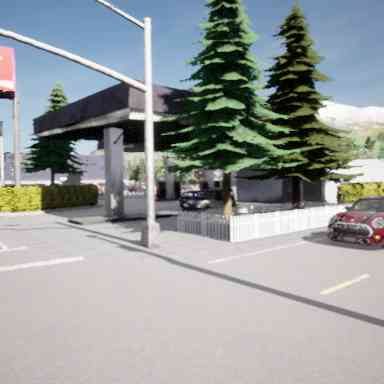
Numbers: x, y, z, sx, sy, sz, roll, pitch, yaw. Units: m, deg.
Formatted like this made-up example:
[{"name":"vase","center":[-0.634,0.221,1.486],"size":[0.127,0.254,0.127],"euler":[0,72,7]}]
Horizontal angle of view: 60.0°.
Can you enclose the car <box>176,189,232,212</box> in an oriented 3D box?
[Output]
[{"name":"car","center":[1.104,0.674,29.108],"size":[4.611,1.667,2.242],"euler":[-2,2,-39]}]

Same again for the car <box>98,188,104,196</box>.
[{"name":"car","center":[-16.808,-0.025,57.542],"size":[1.970,1.475,3.806],"euler":[-2,2,-39]}]

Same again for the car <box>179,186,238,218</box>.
[{"name":"car","center":[1.271,0.718,21.976],"size":[3.866,1.878,1.905],"euler":[-2,2,-39]}]

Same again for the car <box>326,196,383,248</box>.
[{"name":"car","center":[7.075,0.949,12.639],"size":[4.553,1.767,2.097],"euler":[-2,2,-38]}]

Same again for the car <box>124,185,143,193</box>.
[{"name":"car","center":[-12.003,-0.577,71.368],"size":[2.007,1.523,4.514],"euler":[-2,2,-39]}]
